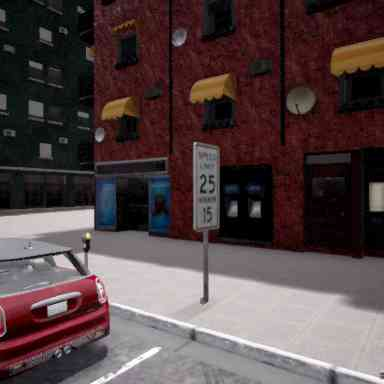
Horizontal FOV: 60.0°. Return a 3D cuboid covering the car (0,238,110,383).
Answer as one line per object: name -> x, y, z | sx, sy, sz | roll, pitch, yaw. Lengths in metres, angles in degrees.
car -> -3.215, 1.438, 5.170 | 4.097, 1.590, 1.967 | 0, 0, 36
